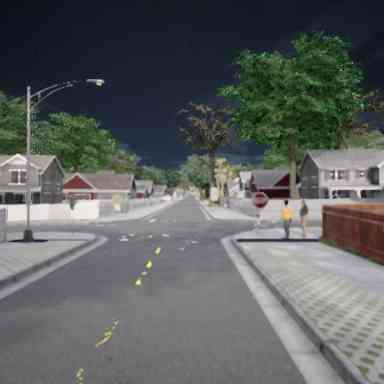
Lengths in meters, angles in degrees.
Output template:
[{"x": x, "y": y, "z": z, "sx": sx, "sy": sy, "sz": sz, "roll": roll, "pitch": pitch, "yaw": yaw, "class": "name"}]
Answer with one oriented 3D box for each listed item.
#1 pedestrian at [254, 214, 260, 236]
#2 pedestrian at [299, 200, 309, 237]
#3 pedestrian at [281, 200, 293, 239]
[{"x": 3.432, "y": 1.677, "z": 17.101, "sx": 0.500, "sy": 1.100, "sz": 0.500, "roll": 0, "pitch": 0, "yaw": 0, "class": "pedestrian"}, {"x": 5.521, "y": 1.285, "z": 16.502, "sx": 0.375, "sy": 1.860, "sz": 0.375, "roll": 0, "pitch": 0, "yaw": 0, "class": "pedestrian"}, {"x": 4.521, "y": 1.285, "z": 15.902, "sx": 0.375, "sy": 1.860, "sz": 0.375, "roll": 0, "pitch": 0, "yaw": 0, "class": "pedestrian"}]
